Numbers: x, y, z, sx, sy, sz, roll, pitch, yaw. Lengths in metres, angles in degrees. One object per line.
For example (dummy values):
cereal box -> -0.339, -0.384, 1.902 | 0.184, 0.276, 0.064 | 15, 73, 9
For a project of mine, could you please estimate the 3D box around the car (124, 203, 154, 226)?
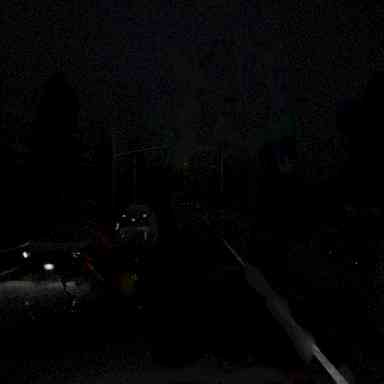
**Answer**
car -> -3.803, 1.526, 23.806 | 1.812, 1.442, 4.674 | 0, 0, 0

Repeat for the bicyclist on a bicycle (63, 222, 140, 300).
bicyclist on a bicycle -> -1.937, 1.453, 7.073 | 1.656, 1.620, 0.582 | -2, 0, -1

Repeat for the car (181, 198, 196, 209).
car -> -0.468, 1.544, 45.248 | 2.033, 1.411, 5.357 | 0, 0, -1

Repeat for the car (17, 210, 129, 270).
car -> -3.724, 1.548, 11.266 | 2.033, 1.411, 5.357 | 0, 0, -1
